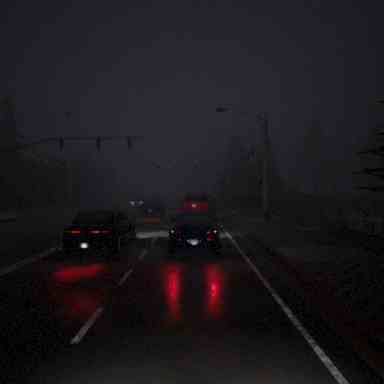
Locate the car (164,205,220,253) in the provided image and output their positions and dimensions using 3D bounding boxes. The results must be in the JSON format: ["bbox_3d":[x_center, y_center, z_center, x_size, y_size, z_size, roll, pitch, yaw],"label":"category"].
[{"bbox_3d":[0.094,1.449,13.143,1.812,1.442,4.674,0,0,1],"label":"car"}]

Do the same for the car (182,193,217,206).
[{"bbox_3d":[0.674,1.066,26.836,2.150,2.045,5.566,0,1,11],"label":"car"}]

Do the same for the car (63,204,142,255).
[{"bbox_3d":[-3.409,1.429,13.030,1.837,1.490,4.892,0,1,1],"label":"car"}]

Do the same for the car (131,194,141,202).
[{"bbox_3d":[-10.282,1.154,63.340,1.812,1.442,4.674,0,0,1],"label":"car"}]

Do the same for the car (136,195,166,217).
[{"bbox_3d":[-3.335,1.306,29.173,1.882,1.535,5.008,0,1,1],"label":"car"}]
